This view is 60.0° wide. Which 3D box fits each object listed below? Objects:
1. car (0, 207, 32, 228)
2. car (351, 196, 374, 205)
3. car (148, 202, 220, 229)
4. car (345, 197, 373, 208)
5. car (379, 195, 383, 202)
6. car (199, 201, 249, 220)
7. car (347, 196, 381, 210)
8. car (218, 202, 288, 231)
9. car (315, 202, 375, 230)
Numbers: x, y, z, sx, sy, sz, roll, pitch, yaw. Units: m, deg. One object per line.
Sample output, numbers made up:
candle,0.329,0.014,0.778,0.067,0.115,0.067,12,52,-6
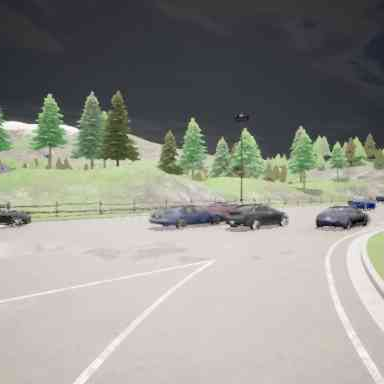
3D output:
car,-12.447,1.492,20.181,4.902,1.511,2.128,0,0,-42
car,29.774,1.476,57.948,5.008,1.535,1.882,0,0,-42
car,-0.247,1.547,21.676,5.357,1.411,2.033,0,0,-42
car,24.307,1.476,48.252,5.008,1.535,1.882,0,0,-42
car,37.553,1.309,64.881,5.008,1.535,1.882,0,0,-42
car,2.845,1.563,29.122,4.181,1.385,1.994,0,0,-42
car,20.593,1.477,40.253,5.008,1.535,1.882,0,0,-42
car,4.136,1.505,20.897,4.892,1.490,1.837,0,0,-42
car,9.577,1.563,21.057,4.181,1.385,1.994,0,0,-42
